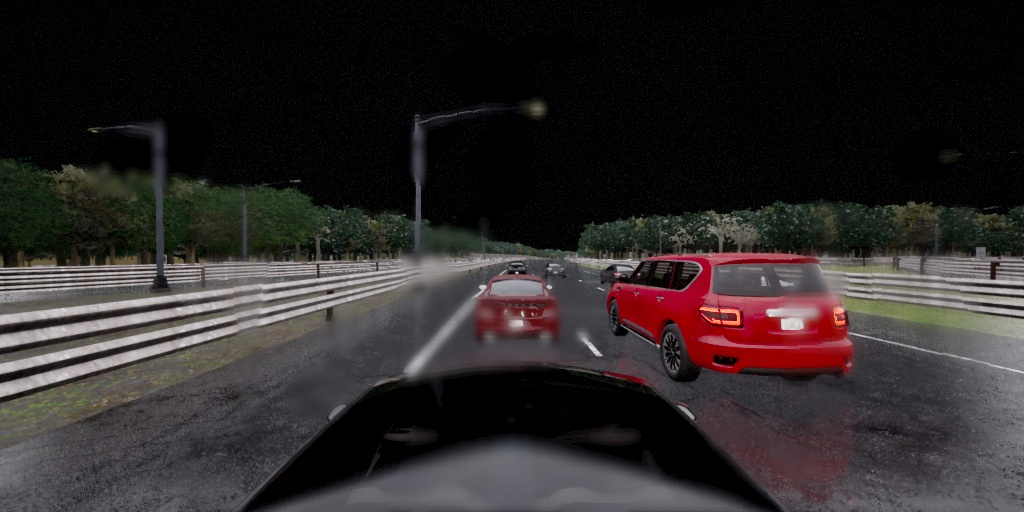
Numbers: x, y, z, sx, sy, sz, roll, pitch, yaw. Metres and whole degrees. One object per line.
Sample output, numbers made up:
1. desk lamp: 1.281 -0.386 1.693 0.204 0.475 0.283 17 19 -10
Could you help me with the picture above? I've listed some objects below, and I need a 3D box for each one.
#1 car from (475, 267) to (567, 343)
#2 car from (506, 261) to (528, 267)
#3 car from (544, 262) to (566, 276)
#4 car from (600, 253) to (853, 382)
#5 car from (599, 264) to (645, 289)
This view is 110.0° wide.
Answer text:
1. car: 0.120 1.227 9.720 1.882 1.535 5.008 0 0 0
2. car: 0.515 1.257 34.688 1.837 1.490 4.892 0 0 1
3. car: 3.993 1.279 33.897 1.812 1.442 4.674 0 0 2
4. car: 3.608 0.971 7.282 2.150 2.045 5.566 0 0 0
5. car: 7.231 1.277 24.102 1.812 1.442 4.674 0 0 1
